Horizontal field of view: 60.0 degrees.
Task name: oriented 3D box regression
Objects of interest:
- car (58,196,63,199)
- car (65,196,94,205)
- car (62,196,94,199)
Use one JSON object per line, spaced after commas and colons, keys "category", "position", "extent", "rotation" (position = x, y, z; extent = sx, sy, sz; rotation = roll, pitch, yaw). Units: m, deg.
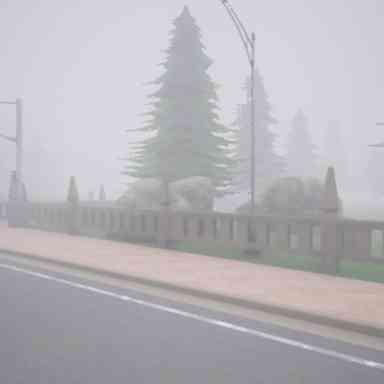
{"category": "car", "position": [-22.243, 1.436, 57.738], "extent": [1.994, 1.385, 4.181], "rotation": [0, 1, 36]}
{"category": "car", "position": [-18.967, 1.439, 56.323], "extent": [1.994, 1.385, 4.181], "rotation": [0, 1, 36]}
{"category": "car", "position": [-17.192, 1.442, 52.825], "extent": [2.033, 1.411, 5.357], "rotation": [0, 0, 36]}
